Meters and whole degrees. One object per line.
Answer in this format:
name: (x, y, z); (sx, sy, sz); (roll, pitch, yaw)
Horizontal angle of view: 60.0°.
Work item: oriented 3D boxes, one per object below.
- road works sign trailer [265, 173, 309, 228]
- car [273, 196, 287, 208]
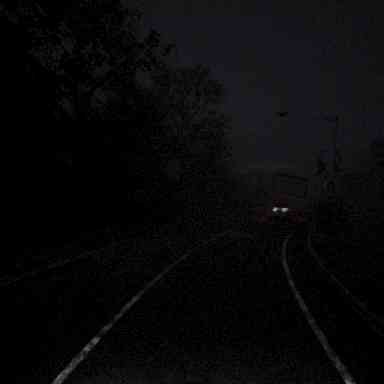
road works sign trailer: (6.723, 0.586, 23.653); (2.380, 3.560, 2.880); (13, -3, 13)
car: (16.293, 1.854, 61.358); (2.150, 2.045, 5.566); (2, 0, 19)
